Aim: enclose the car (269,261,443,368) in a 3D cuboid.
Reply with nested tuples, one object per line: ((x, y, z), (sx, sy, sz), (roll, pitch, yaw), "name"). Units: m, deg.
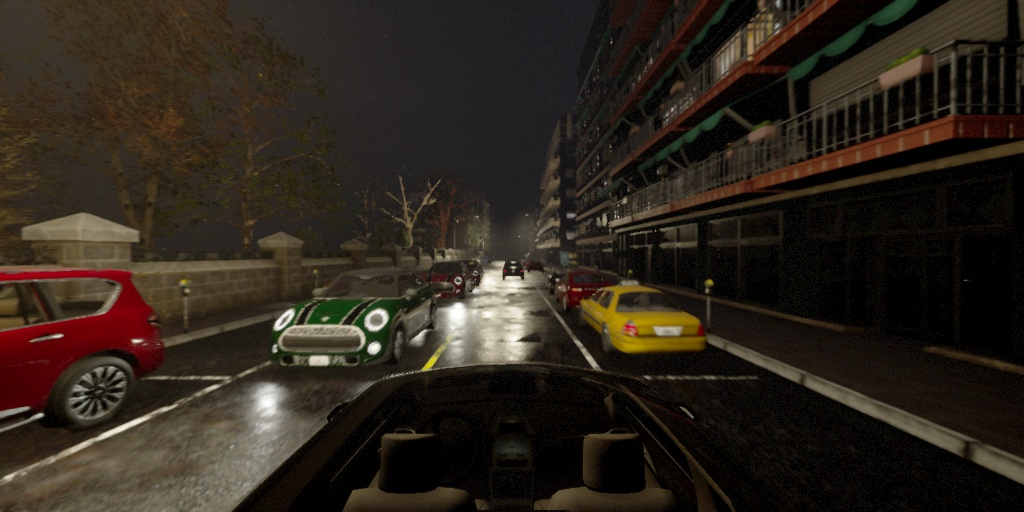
((-3.102, 1.078, 8.006), (2.097, 1.767, 4.553), (0, 0, 0), "car")

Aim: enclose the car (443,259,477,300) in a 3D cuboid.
((-3.097, 1.045, 17.263), (2.097, 1.767, 4.553), (0, 0, 0), "car")

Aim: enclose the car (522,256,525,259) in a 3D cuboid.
((2.676, 1.121, 58.138), (1.948, 1.339, 4.313), (0, 0, 0), "car")

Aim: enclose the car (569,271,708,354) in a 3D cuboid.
((2.688, 1.251, 8.491), (1.751, 1.417, 4.829), (0, 0, 0), "car")

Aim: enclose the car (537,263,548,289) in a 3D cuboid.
((2.686, 1.236, 19.392), (2.007, 1.370, 4.403), (0, 0, 0), "car")

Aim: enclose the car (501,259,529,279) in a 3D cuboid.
((0.088, 1.194, 30.353), (2.033, 1.411, 5.357), (0, 0, -1), "car")

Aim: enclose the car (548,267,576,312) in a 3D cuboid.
((2.687, 1.250, 13.856), (1.888, 1.381, 4.507), (0, 0, 0), "car")

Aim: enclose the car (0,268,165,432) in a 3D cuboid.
((-5.691, 1.061, 2.783), (2.192, 1.841, 5.009), (0, 0, 0), "car")

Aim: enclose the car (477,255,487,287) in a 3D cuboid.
((-3.006, 1.023, 23.520), (2.097, 1.767, 4.553), (0, 0, 0), "car")

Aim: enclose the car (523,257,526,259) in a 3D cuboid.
((2.679, 1.136, 47.067), (1.888, 1.381, 4.507), (0, 0, 0), "car")

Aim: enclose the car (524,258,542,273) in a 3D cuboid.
((2.681, 1.154, 41.532), (1.888, 1.381, 4.507), (0, 0, 0), "car")

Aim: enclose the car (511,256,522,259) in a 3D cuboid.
((0.064, 1.064, 48.246), (1.882, 1.535, 5.008), (0, 0, 0), "car")
